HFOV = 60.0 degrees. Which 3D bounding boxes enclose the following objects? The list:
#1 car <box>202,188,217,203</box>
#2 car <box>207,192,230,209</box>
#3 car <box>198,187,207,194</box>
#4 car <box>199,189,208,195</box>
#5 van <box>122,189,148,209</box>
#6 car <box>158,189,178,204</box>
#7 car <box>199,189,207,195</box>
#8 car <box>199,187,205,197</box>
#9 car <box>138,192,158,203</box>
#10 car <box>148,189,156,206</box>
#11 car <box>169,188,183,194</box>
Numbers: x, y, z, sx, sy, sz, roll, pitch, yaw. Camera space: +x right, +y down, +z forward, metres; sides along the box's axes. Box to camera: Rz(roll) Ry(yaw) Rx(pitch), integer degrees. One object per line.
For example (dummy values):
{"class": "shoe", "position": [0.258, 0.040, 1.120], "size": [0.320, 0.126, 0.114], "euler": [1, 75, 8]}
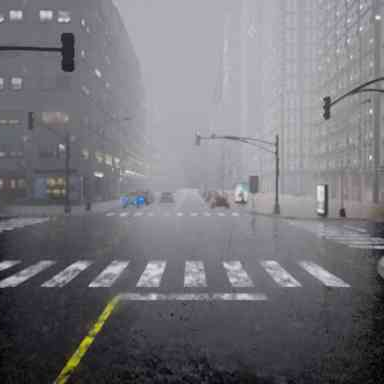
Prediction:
{"class": "car", "position": [2.689, 0.571, 43.501], "size": [1.967, 1.590, 4.097], "euler": [0, 1, 0]}
{"class": "car", "position": [2.690, 0.931, 32.450], "size": [1.802, 1.307, 4.206], "euler": [0, 1, 0]}
{"class": "car", "position": [2.680, -0.407, 87.711], "size": [2.192, 1.841, 5.009], "euler": [0, 1, 0]}
{"class": "car", "position": [2.681, 0.034, 76.663], "size": [1.887, 1.381, 4.507], "euler": [0, 1, 0]}
{"class": "van", "position": [-5.689, 0.690, 32.445], "size": [1.690, 1.788, 3.998], "euler": [0, 1, 0]}
{"class": "car", "position": [-3.007, 0.731, 40.439], "size": [1.837, 1.490, 4.892], "euler": [0, 2, 0]}
{"class": "car", "position": [2.679, -0.034, 82.190], "size": [1.802, 1.307, 4.206], "euler": [0, 1, 0]}
{"class": "car", "position": [2.685, 0.248, 60.081], "size": [1.967, 1.590, 4.097], "euler": [0, 1, 0]}
{"class": "car", "position": [-5.693, 0.676, 43.503], "size": [1.887, 1.381, 4.507], "euler": [0, 1, 0]}
{"class": "car", "position": [-5.690, 0.555, 37.971], "size": [2.192, 1.841, 5.009], "euler": [0, 1, 0]}
{"class": "car", "position": [-3.014, -0.021, 67.530], "size": [1.837, 1.490, 4.892], "euler": [0, 1, 0]}
